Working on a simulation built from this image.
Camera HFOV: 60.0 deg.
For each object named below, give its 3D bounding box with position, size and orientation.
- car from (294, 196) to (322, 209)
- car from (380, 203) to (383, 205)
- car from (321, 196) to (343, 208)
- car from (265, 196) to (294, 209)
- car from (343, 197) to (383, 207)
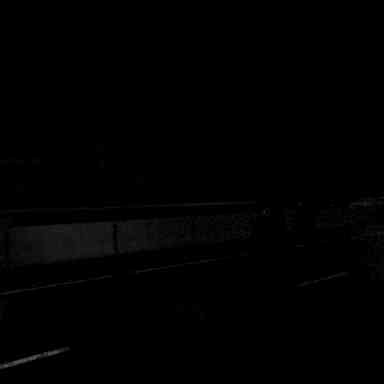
[{"bbox_3d":[15.067,1.232,40.518,5.008,1.535,1.882,0,0,-35],"label":"car"},{"bbox_3d":[11.601,1.362,16.323,4.902,1.511,2.128,-1,0,-36],"label":"car"},{"bbox_3d":[17.002,1.319,37.597,4.181,1.385,1.994,0,0,-35],"label":"car"},{"bbox_3d":[11.346,1.275,42.172,4.892,1.490,1.837,0,0,-35],"label":"car"},{"bbox_3d":[17.745,1.291,33.838,4.674,1.442,1.812,-1,0,-35],"label":"car"}]
